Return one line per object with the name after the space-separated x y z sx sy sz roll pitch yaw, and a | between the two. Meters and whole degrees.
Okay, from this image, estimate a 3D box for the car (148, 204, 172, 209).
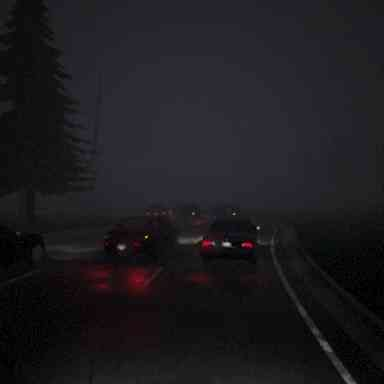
-3.029 1.747 28.409 2.033 1.411 5.357 0 0 -6 | car

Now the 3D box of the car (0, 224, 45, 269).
-6.105 1.530 9.209 1.882 1.535 5.008 0 0 8 | car

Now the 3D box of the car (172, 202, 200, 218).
-0.784 1.741 32.605 1.837 1.490 4.892 2 -1 -22 | car

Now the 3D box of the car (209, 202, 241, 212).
3.110 1.746 31.907 1.837 1.490 4.892 2 -1 -15 | car

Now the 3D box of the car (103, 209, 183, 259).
-1.863 1.616 13.073 1.812 1.442 4.674 0 0 11 | car

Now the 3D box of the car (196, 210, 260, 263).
1.524 1.643 12.446 2.033 1.411 5.357 0 0 11 | car
